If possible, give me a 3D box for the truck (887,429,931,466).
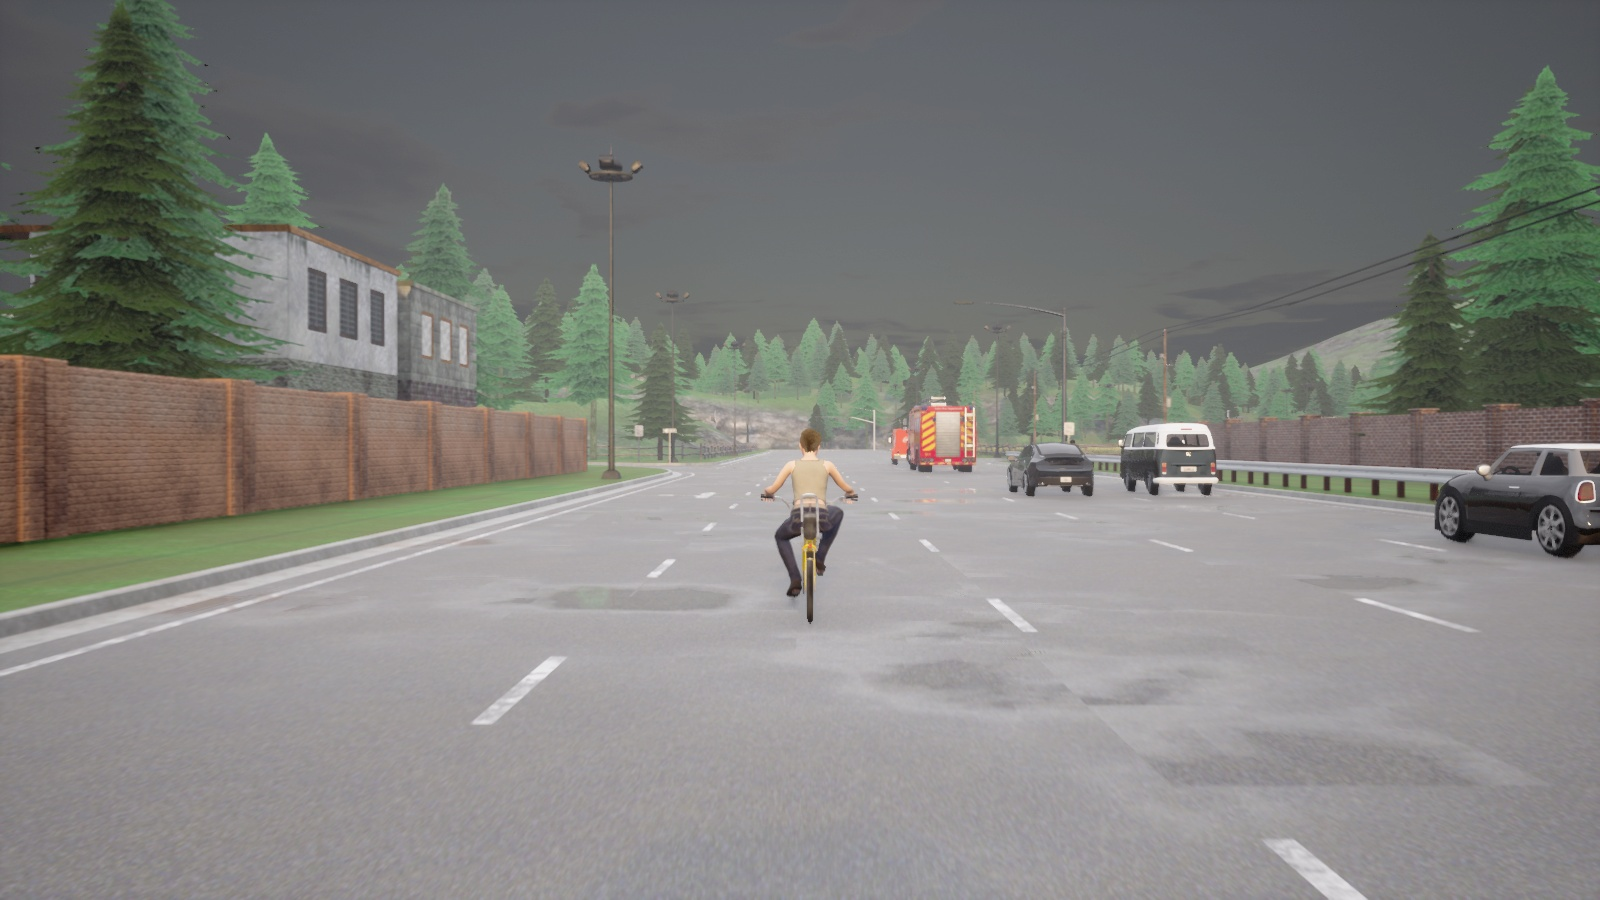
[{"bbox_3d":[7.505,-0.217,86.776,2.627,2.467,5.204,0,1,0],"label":"truck"}]

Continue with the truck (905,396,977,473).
[{"bbox_3d":[7.395,-0.787,66.863,2.891,3.827,8.468,0,0,0],"label":"truck"}]

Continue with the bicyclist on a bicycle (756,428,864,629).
[{"bbox_3d":[0.082,0.622,10.826,0.866,1.612,1.509,0,0,0],"label":"bicyclist on a bicycle"}]

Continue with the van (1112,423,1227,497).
[{"bbox_3d":[10.724,0.273,36.757,2.069,2.038,4.480,0,0,0],"label":"van"}]

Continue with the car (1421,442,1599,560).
[{"bbox_3d":[10.615,0.622,17.594,1.970,1.475,3.806,0,0,0],"label":"car"}]

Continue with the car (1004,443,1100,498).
[{"bbox_3d":[7.222,0.553,36.478,1.837,1.490,4.892,0,0,0],"label":"car"}]
